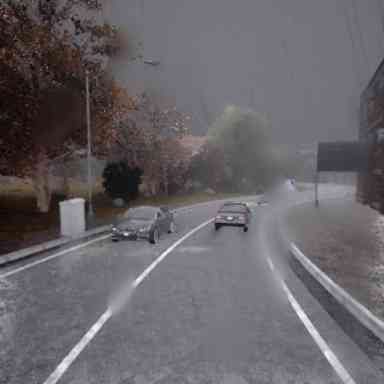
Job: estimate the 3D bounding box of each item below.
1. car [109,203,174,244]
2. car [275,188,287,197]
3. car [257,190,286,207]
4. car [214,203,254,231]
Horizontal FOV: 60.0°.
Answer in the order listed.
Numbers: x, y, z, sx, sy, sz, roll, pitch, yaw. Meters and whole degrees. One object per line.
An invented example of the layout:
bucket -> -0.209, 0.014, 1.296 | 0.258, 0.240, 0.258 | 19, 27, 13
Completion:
car -> -2.074, 1.319, 14.980 | 1.837, 1.490, 4.892 | 1, 1, 10
car -> 14.440, 0.155, 54.553 | 1.837, 1.490, 4.892 | 4, 4, 35
car -> 8.884, 0.864, 37.883 | 2.033, 1.411, 5.357 | 3, 3, 25
car -> 2.519, 1.342, 19.506 | 2.033, 1.411, 5.357 | 1, 1, 13
